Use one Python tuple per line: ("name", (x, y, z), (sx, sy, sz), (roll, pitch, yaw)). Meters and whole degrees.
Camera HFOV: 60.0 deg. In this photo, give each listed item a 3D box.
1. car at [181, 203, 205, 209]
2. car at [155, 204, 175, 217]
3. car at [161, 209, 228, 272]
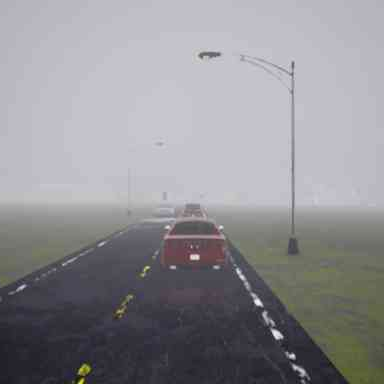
("car", (0.092, 1.781, 31.196), (1.837, 1.490, 4.892), (0, -1, 0))
("car", (-2.850, 1.918, 35.557), (1.895, 1.301, 4.718), (0, -1, 0))
("car", (0.080, 1.573, 11.202), (1.882, 1.535, 5.008), (0, 0, 0))
